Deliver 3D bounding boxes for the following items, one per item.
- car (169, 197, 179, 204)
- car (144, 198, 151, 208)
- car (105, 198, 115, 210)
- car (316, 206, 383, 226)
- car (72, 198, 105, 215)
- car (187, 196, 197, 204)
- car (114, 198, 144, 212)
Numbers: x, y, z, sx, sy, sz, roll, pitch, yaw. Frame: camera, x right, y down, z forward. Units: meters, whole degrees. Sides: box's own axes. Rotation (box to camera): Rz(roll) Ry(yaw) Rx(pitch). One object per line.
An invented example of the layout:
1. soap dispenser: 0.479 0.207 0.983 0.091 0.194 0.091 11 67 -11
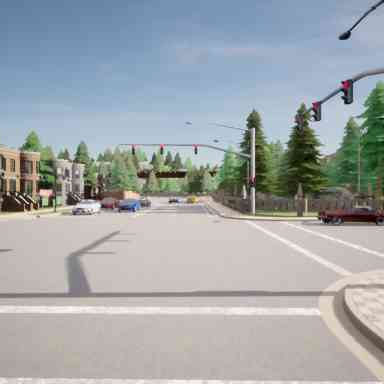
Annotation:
1. car: -3.531 1.601 65.200 1.895 1.301 4.718 0 0 0
2. car: -7.164 1.564 48.350 1.994 1.385 4.181 0 0 0
3. car: -10.674 1.478 43.076 1.882 1.535 5.008 0 0 0
4. car: 11.142 1.601 22.901 4.718 1.301 1.895 0 0 2
5. car: -10.664 1.526 34.023 1.812 1.442 4.674 0 0 0
6. car: -0.031 1.478 64.917 1.882 1.535 5.008 0 0 0
7. car: -7.172 1.478 38.363 1.882 1.535 5.008 0 0 0
